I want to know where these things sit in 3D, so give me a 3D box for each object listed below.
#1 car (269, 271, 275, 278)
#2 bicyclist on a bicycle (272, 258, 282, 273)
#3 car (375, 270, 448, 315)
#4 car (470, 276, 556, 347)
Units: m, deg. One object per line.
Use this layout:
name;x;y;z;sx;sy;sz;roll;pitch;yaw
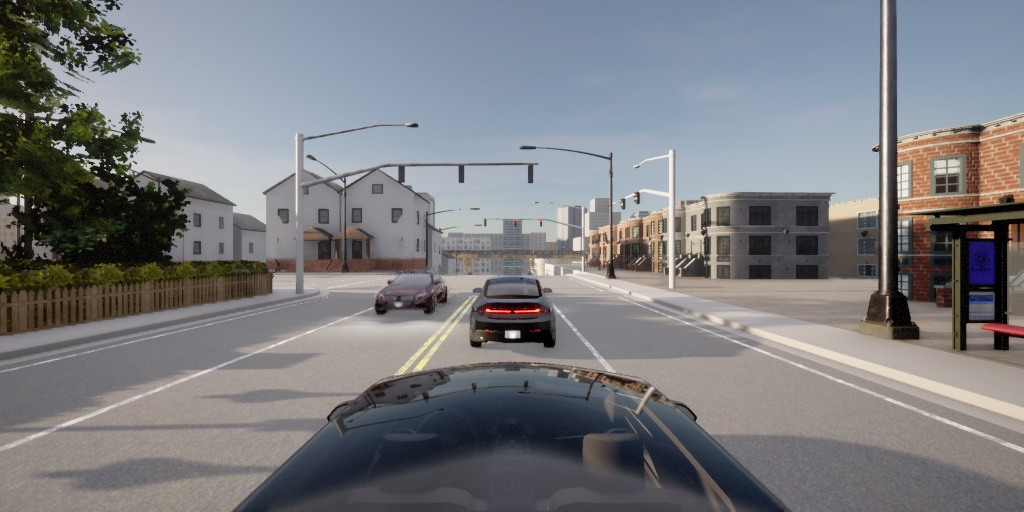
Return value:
car;-21.611;1.297;27.873;5.357;1.411;2.033;0;0;0
bicyclist on a bicycle;-25.503;1.053;38.848;0.582;1.620;1.656;0;0;0
car;-3.607;1.276;13.694;1.812;1.442;4.674;0;0;0
car;0.015;1.255;9.291;1.837;1.490;4.892;0;0;0
